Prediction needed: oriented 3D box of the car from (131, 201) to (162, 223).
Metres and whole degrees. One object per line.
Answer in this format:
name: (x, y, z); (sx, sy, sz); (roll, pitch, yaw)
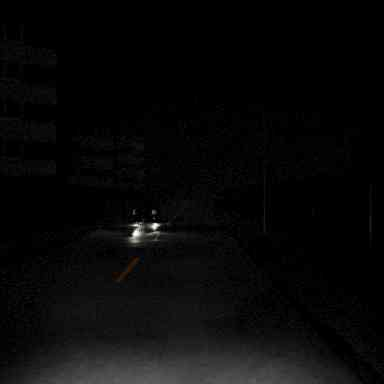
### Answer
car: (-3.809, 1.623, 28.501); (2.097, 1.767, 4.553); (0, 0, 0)
